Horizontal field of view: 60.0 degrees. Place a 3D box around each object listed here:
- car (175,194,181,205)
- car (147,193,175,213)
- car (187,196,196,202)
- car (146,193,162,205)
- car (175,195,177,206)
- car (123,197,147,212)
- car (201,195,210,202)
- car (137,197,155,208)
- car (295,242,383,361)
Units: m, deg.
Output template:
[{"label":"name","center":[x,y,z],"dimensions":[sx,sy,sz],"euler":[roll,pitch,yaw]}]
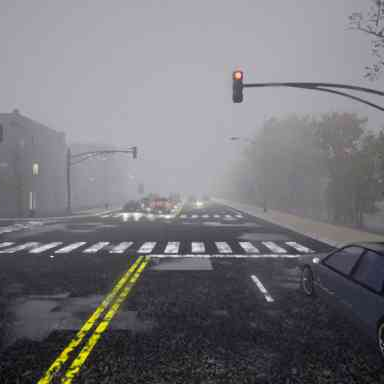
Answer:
[{"label":"car","center":[-3.383,1.485,55.643],"dimensions":[2.128,1.511,4.902],"euler":[0,0,0]},{"label":"car","center":[-3.350,1.347,36.509],"dimensions":[2.097,1.767,4.553],"euler":[0,0,0]},{"label":"car","center":[-0.078,1.517,74.012],"dimensions":[1.812,1.442,4.674],"euler":[0,0,0]},{"label":"car","center":[-6.629,1.215,58.941],"dimensions":[2.150,2.045,5.566],"euler":[0,0,0]},{"label":"car","center":[-3.369,1.499,45.381],"dimensions":[1.837,1.490,4.892],"euler":[0,0,0]},{"label":"car","center":[-6.603,1.558,38.027],"dimensions":[1.994,1.385,4.181],"euler":[0,0,0]},{"label":"car","center":[3.149,1.470,78.813],"dimensions":[1.882,1.535,5.008],"euler":[0,0,0]},{"label":"car","center":[-6.623,1.499,48.422],"dimensions":[1.837,1.490,4.892],"euler":[0,0,0]},{"label":"car","center":[3.353,1.546,5.448],"dimensions":[2.033,1.411,5.357],"euler":[0,0,0]}]
